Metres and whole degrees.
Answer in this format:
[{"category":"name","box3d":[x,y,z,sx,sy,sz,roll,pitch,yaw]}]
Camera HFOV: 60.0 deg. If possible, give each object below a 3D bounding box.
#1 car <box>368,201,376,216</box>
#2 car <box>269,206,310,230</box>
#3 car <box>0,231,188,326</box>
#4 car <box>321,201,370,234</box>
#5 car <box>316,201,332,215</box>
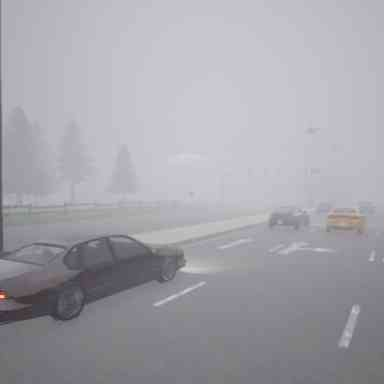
[{"category":"car","box3d":[18.176,1.689,34.974,2.033,1.411,5.357,-1,0,31]},{"category":"car","box3d":[6.474,1.646,22.036,1.812,1.442,4.674,-1,0,31]},{"category":"car","box3d":[-2.221,1.617,7.522,2.033,1.411,5.357,-1,0,32]},{"category":"car","box3d":[9.402,1.567,20.111,1.882,1.535,5.008,-1,0,31]},{"category":"car","box3d":[14.728,1.717,36.017,2.033,1.411,5.357,-1,0,31]}]
